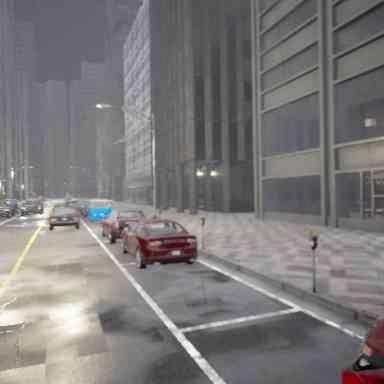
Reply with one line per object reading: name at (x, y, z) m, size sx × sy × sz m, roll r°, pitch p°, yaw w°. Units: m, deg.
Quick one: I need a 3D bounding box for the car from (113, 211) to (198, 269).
car at (-1.271, 1.572, 11.304) m, size 1.887 × 1.381 × 4.507 m, roll -1°, pitch 0°, yaw -22°

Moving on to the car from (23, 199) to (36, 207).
car at (-31.992, 2.177, 65.477) m, size 1.947 × 1.339 × 4.313 m, roll -1°, pitch 0°, yaw -22°

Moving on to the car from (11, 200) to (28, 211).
car at (-25.711, 2.002, 49.683) m, size 1.752 × 1.417 × 4.829 m, roll -1°, pitch 0°, yaw -22°

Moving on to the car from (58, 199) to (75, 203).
car at (-14.739, 1.840, 37.849) m, size 1.994 × 1.385 × 4.181 m, roll -1°, pitch 0°, yaw -21°

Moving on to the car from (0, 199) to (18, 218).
car at (-19.555, 1.796, 34.205) m, size 1.967 × 1.590 × 4.097 m, roll -1°, pitch 0°, yaw -22°

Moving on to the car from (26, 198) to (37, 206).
car at (-34.067, 2.095, 70.690) m, size 1.967 × 1.590 × 4.097 m, roll -1°, pitch 0°, yaw -22°

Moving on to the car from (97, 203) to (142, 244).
car at (-3.346, 1.506, 16.516) m, size 1.967 × 1.590 × 4.097 m, roll -1°, pitch 0°, yaw -22°

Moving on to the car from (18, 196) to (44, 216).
car at (-17.755, 1.679, 37.149) m, size 2.097 × 1.767 × 4.553 m, roll -1°, pitch 0°, yaw -22°

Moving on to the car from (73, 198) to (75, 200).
car at (-15.846, 1.827, 47.945) m, size 1.752 × 1.417 × 4.829 m, roll -1°, pitch 0°, yaw -22°

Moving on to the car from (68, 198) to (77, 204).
car at (-30.292, 2.192, 84.269) m, size 1.802 × 1.307 × 4.206 m, roll -1°, pitch 0°, yaw -22°

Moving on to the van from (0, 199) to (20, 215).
van at (-21.630, 1.736, 39.418) m, size 1.690 × 1.788 × 3.998 m, roll -1°, pitch 0°, yaw -22°

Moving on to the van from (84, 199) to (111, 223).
van at (-7.494, 1.485, 26.940) m, size 1.690 × 1.788 × 3.998 m, roll -1°, pitch 0°, yaw -22°

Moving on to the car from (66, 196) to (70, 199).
car at (-28.222, 2.005, 79.058) m, size 1.967 × 1.590 × 4.097 m, roll -1°, pitch 0°, yaw -22°

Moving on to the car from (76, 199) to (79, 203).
car at (-11.636, 1.787, 37.364) m, size 1.947 × 1.339 × 4.313 m, roll -1°, pitch 0°, yaw -22°

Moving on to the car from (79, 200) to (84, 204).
car at (-9.563, 1.727, 32.152) m, size 1.887 × 1.381 × 4.507 m, roll -1°, pitch 0°, yaw -22°

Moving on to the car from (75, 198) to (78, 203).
car at (-13.773, 1.787, 42.734) m, size 1.752 × 1.417 × 4.829 m, roll -1°, pitch 0°, yaw -22°

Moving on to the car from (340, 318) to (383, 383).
car at (2.871, 1.266, 0.881) m, size 2.192 × 1.841 × 5.009 m, roll -1°, pitch 0°, yaw -22°

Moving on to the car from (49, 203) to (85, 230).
car at (-8.623, 1.708, 22.529) m, size 2.033 × 1.411 × 5.357 m, roll -1°, pitch 0°, yaw -21°

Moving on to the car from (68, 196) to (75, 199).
car at (-24.074, 2.027, 68.634) m, size 2.008 × 1.369 × 4.403 m, roll -1°, pitch 0°, yaw -22°

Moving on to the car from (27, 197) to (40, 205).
car at (-36.143, 2.015, 75.902) m, size 2.192 × 1.841 × 5.009 m, roll -1°, pitch 0°, yaw -22°
